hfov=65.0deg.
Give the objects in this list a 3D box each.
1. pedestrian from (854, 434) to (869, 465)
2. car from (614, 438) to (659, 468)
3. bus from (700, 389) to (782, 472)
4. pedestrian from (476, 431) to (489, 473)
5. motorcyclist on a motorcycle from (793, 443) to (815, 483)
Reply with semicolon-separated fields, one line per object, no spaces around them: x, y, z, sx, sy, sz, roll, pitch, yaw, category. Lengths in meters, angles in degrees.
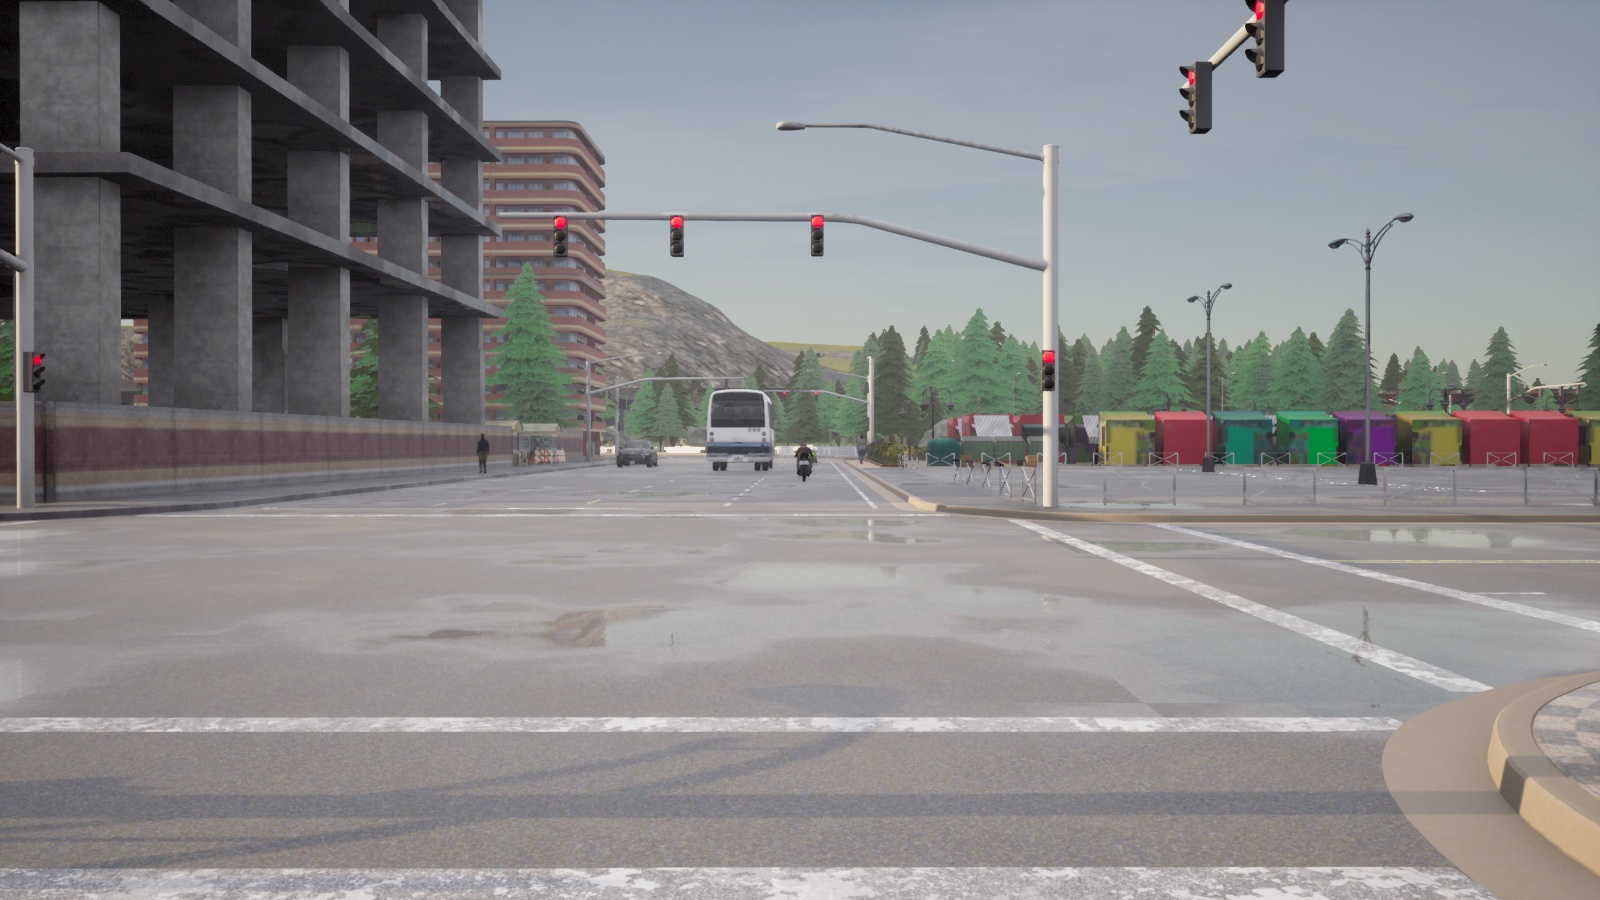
3.785;-0.032;77.150;0.874;1.855;0.900;0;0;1;pedestrian
-10.057;0.159;77.544;2.097;1.767;4.553;0;0;1;car
-3.129;-1.027;69.961;3.944;4.253;10.273;0;0;1;bus
-13.816;0.081;54.671;0.370;1.835;0.726;0;0;-1;pedestrian
0.172;0.502;49.455;0.866;1.530;2.191;0;0;1;motorcyclist on a motorcycle
